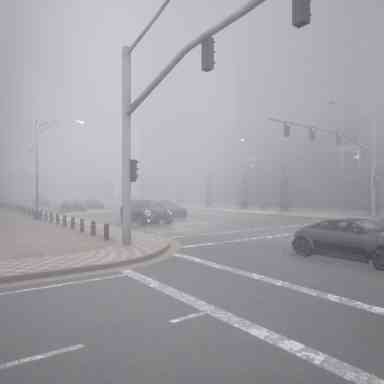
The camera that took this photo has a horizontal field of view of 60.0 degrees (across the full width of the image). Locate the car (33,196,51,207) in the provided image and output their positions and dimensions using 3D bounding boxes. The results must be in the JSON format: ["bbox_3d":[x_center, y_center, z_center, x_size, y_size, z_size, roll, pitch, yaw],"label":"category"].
[{"bbox_3d":[-22.830,1.362,50.479,1.837,1.490,4.892,0,0,-35],"label":"car"}]

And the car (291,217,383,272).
[{"bbox_3d":[5.336,1.537,10.741,1.994,1.385,4.181,0,0,-36],"label":"car"}]

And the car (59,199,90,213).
[{"bbox_3d":[-13.085,1.508,36.388,1.994,1.385,4.181,0,0,-35],"label":"car"}]

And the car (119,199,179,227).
[{"bbox_3d":[-3.172,1.296,22.360,2.097,1.767,4.553,0,0,-36],"label":"car"}]

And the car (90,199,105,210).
[{"bbox_3d":[-12.431,1.509,41.564,1.994,1.385,4.181,0,0,-35],"label":"car"}]

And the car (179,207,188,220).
[{"bbox_3d":[-2.279,1.422,27.104,1.882,1.535,5.008,0,0,-35],"label":"car"}]
